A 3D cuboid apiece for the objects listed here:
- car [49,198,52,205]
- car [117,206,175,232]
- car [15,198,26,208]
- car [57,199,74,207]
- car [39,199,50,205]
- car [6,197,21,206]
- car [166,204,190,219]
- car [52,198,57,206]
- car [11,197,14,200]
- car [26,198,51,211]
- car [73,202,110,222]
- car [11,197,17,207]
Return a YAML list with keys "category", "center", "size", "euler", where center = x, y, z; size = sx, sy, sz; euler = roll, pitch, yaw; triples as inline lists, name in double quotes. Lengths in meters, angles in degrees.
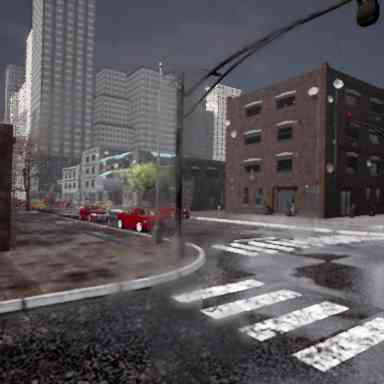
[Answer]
- category: "car"
  center: [-34.575, 2.273, 80.610]
  size: [2.192, 1.841, 5.009]
  euler: [1, -1, -35]
- category: "car"
  center: [-3.220, 1.683, 20.984]
  size: [1.887, 1.381, 4.507]
  euler: [1, -1, -35]
- category: "car"
  center: [-28.931, 2.084, 57.921]
  size: [1.887, 1.381, 4.507]
  euler: [1, -1, -35]
- category: "car"
  center: [-25.057, 2.246, 67.010]
  size: [1.967, 1.590, 4.097]
  euler: [1, -1, -35]
- category: "car"
  center: [-37.848, 2.536, 85.278]
  size: [1.752, 1.417, 4.829]
  euler: [1, -1, -35]
- category: "car"
  center: [-38.267, 2.003, 71.276]
  size: [2.192, 1.841, 5.009]
  euler: [1, -1, -35]
- category: "car"
  center: [-1.937, 1.892, 34.213]
  size: [1.967, 1.590, 4.097]
  euler: [1, -1, -35]
- category: "car"
  center: [-28.231, 2.439, 71.541]
  size: [1.802, 1.307, 4.206]
  euler: [1, -1, -35]
- category: "car"
  center: [-35.096, 2.203, 66.739]
  size: [1.947, 1.339, 4.313]
  euler: [1, -1, -35]
- category: "car"
  center: [-22.530, 1.961, 48.686]
  size: [1.752, 1.417, 4.829]
  euler: [1, -1, -35]
- category: "car"
  center: [-8.384, 1.798, 28.357]
  size: [1.802, 1.307, 4.206]
  euler: [1, -1, -35]
- category: "car"
  center: [-31.922, 2.153, 62.207]
  size: [1.947, 1.339, 4.313]
  euler: [1, -1, -35]
